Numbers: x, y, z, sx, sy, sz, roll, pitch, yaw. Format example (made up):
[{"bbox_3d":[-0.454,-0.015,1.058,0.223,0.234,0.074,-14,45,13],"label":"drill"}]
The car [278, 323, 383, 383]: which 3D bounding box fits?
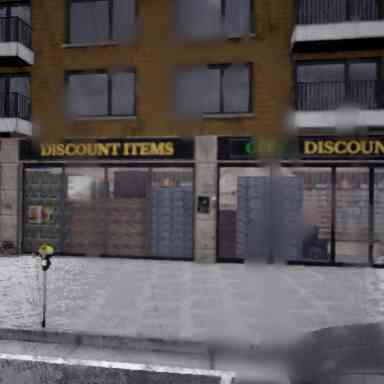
[{"bbox_3d":[2.945,1.569,2.634,4.403,1.369,2.008,0,0,8],"label":"car"}]
